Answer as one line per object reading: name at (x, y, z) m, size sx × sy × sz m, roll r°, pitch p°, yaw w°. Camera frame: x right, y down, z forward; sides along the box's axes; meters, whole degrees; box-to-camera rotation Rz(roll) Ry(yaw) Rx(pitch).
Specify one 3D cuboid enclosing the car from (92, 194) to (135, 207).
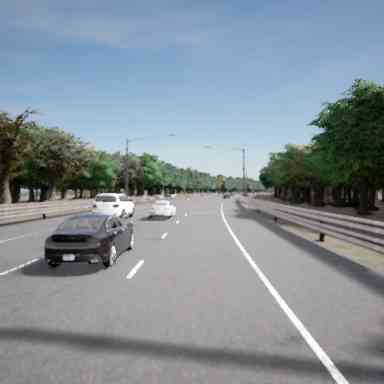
car at (-6.080, 1.156, 26.263) m, size 2.150 × 2.045 × 5.566 m, roll 0°, pitch 0°, yaw 3°

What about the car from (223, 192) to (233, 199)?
car at (9.542, 1.218, 91.930) m, size 1.837 × 1.490 × 4.892 m, roll 0°, pitch 0°, yaw 10°

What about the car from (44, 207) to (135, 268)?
car at (-3.203, 1.481, 11.235) m, size 1.837 × 1.490 × 4.892 m, roll 0°, pitch 0°, yaw 1°

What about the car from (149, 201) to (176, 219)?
car at (-2.446, 1.459, 28.260) m, size 1.812 × 1.442 × 4.674 m, roll 0°, pitch 0°, yaw 3°
